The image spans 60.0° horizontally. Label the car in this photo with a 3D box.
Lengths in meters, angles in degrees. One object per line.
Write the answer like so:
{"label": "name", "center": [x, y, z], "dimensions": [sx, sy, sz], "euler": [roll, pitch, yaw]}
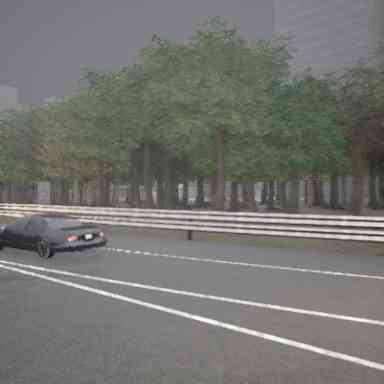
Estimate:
{"label": "car", "center": [-5.634, 1.557, 12.587], "dimensions": [5.357, 1.411, 2.033], "euler": [0, 0, 32]}
